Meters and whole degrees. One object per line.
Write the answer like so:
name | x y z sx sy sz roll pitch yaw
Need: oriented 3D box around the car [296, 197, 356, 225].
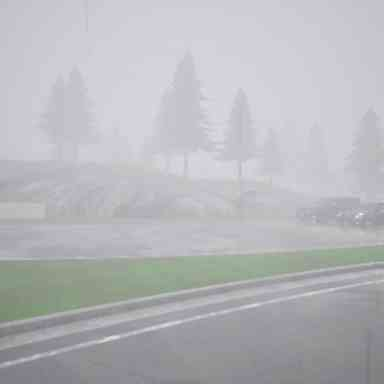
car | 10.744 1.385 25.758 5.566 2.045 2.150 1 0 -22

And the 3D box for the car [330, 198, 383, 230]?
car | 12.051 1.513 22.516 4.553 1.767 2.097 0 0 -22
